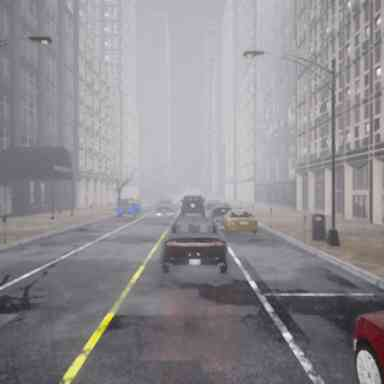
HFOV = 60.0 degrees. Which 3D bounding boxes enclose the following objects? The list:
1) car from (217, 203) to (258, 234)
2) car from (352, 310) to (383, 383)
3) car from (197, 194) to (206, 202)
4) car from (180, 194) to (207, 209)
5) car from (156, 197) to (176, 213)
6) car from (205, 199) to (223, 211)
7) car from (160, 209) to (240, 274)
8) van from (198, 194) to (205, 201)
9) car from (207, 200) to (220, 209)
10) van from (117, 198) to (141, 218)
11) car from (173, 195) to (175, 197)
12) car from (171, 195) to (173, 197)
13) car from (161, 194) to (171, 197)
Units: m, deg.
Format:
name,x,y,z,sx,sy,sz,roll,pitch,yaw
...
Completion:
name,x,y,z,sx,sy,sz,roll,pitch,yaw
car,2.680,1.573,19.329,1.752,1.417,4.829,0,0,0
car,2.685,1.551,2.063,1.887,1.381,4.507,0,0,0
car,2.361,1.493,82.042,2.097,1.767,4.553,0,0,0
car,0.084,1.295,31.791,2.150,2.045,5.566,0,0,0
car,-3.111,1.634,39.069,2.033,1.411,5.357,0,0,0
car,2.673,1.657,41.952,1.947,1.339,4.313,0,0,0
car,0.072,1.521,10.659,2.128,1.511,4.902,0,0,0
van,2.657,1.484,93.237,1.690,1.788,3.998,0,0,0
car,2.677,1.637,30.556,1.947,1.339,4.313,0,0,0
van,-5.705,1.412,30.557,1.690,1.788,3.998,0,0,0
car,-5.721,1.581,87.540,1.967,1.590,4.097,0,0,0
car,-5.717,1.445,70.445,2.192,1.841,5.009,0,0,0
car,-5.714,1.669,64.746,1.887,1.381,4.507,0,0,0
